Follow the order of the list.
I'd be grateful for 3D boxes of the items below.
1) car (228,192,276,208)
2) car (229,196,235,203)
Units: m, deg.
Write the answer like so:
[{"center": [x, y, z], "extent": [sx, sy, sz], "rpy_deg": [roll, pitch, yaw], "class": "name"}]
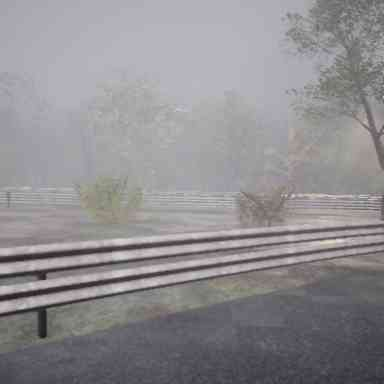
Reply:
[{"center": [6.468, 0.880, 36.472], "extent": [4.902, 1.511, 2.128], "rpy_deg": [1, 2, 3], "class": "car"}, {"center": [6.273, 1.004, 32.978], "extent": [4.674, 1.442, 1.812], "rpy_deg": [1, 2, 3], "class": "car"}]
